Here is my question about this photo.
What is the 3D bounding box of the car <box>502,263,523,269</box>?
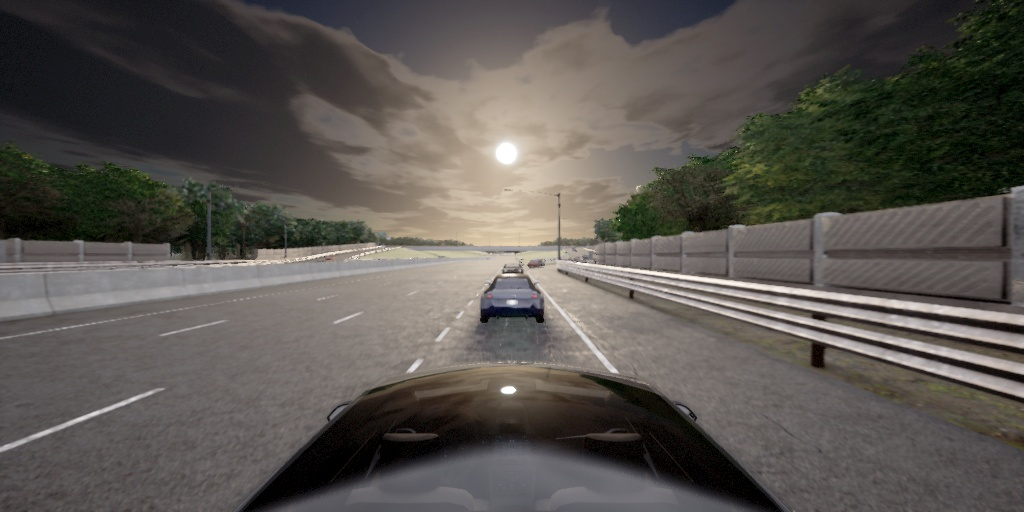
[{"bbox_3d":[0.063,1.300,32.699,1.895,1.301,4.718,0,0,0],"label":"car"}]

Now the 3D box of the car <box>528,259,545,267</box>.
[{"bbox_3d":[4.301,1.216,61.810,1.994,1.385,4.181,0,0,23],"label":"car"}]

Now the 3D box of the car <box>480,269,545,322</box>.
[{"bbox_3d":[0.007,1.299,12.266,1.994,1.385,4.181,0,0,0],"label":"car"}]
